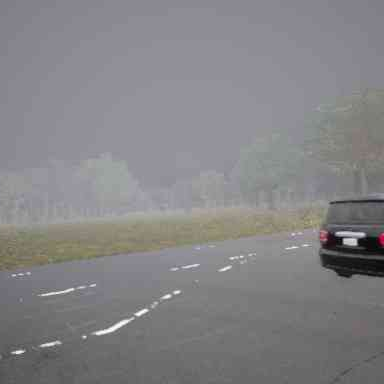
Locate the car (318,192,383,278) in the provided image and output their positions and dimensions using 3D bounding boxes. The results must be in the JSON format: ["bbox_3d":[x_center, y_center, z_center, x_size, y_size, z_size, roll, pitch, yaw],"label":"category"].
[{"bbox_3d":[5.531,0.949,8.266,5.566,2.045,2.150,-4,-1,-32],"label":"car"}]
